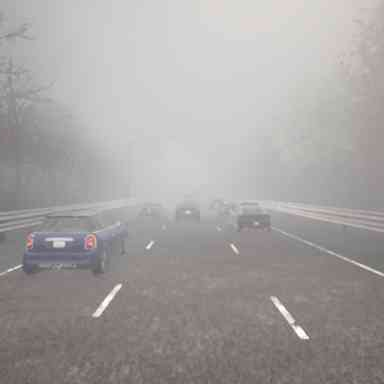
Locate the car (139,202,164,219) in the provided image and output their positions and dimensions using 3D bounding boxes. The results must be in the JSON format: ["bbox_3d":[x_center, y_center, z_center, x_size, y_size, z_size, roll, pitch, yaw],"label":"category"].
[{"bbox_3d":[-3.581,1.613,29.879,2.033,1.411,5.357,0,0,-1],"label":"car"}]

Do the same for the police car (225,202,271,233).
[{"bbox_3d":[3.418,1.472,20.315,1.930,1.638,5.238,0,0,0],"label":"police car"}]

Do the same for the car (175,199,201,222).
[{"bbox_3d":[-0.317,1.565,27.350,2.163,1.488,4.792,0,0,0],"label":"car"}]

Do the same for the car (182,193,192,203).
[{"bbox_3d":[-1.191,1.375,78.102,2.150,2.045,5.566,0,0,-2],"label":"car"}]

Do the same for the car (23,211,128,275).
[{"bbox_3d":[-3.430,1.377,10.694,2.097,1.767,4.553,0,0,0],"label":"car"}]

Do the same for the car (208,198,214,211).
[{"bbox_3d":[3.148,1.522,42.278,2.033,1.649,4.856,0,0,-1],"label":"car"}]

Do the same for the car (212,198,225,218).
[{"bbox_3d":[3.306,1.616,31.242,2.033,1.411,5.357,0,0,-1],"label":"car"}]

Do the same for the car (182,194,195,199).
[{"bbox_3d":[-0.690,1.351,62.790,2.150,2.045,5.566,0,0,-2],"label":"car"}]
